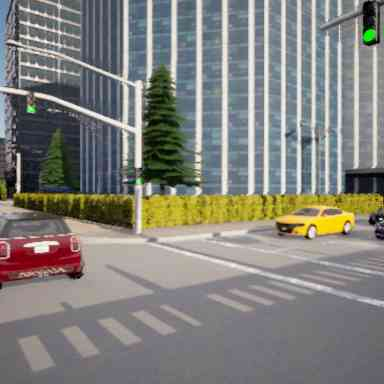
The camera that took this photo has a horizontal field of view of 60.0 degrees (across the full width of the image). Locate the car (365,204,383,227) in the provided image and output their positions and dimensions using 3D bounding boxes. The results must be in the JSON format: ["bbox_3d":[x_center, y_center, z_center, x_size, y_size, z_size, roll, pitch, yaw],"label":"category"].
[{"bbox_3d":[13.695,1.547,22.350,4.181,1.385,1.994,0,0,-35],"label":"car"}]

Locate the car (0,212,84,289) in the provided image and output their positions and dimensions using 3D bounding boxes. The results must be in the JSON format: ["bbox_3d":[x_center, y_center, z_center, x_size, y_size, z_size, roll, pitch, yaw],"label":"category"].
[{"bbox_3d":[-4.725,1.353,9.448,2.097,1.767,4.553,0,0,-36],"label":"car"}]

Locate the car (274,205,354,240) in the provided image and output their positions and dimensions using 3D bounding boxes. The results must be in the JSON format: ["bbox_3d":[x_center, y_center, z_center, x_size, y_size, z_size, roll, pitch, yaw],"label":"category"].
[{"bbox_3d":[6.367,1.454,17.135,5.008,1.535,1.882,0,0,-36],"label":"car"}]

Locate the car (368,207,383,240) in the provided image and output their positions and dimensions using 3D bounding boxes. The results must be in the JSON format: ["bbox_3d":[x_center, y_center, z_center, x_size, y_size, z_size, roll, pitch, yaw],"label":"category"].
[{"bbox_3d":[10.585,1.506,15.841,4.674,1.442,1.812,0,0,-35],"label":"car"}]
